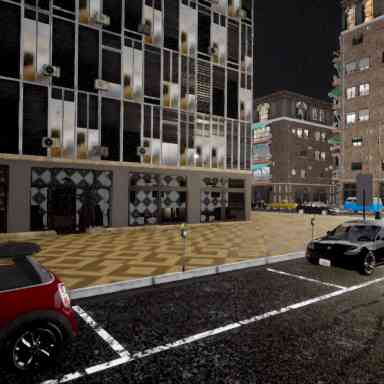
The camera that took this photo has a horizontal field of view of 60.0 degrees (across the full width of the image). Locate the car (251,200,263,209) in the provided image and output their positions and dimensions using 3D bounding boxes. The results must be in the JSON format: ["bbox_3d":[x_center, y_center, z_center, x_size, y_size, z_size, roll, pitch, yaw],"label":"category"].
[{"bbox_3d":[9.697,1.864,51.137,1.947,1.339,4.313,0,-1,-35],"label":"car"}]

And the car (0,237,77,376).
[{"bbox_3d":[-3.647,1.440,3.947,4.097,1.590,1.967,0,1,-35],"label":"car"}]

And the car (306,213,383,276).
[{"bbox_3d":[5.434,1.567,10.415,4.313,1.339,1.947,0,1,-35],"label":"car"}]

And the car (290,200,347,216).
[{"bbox_3d":[12.293,1.620,32.684,2.008,1.369,4.403,0,-1,-35],"label":"car"}]

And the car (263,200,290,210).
[{"bbox_3d":[12.762,1.787,46.716,1.752,1.417,4.829,0,-1,-35],"label":"car"}]

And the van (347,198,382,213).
[{"bbox_3d":[19.184,1.525,37.457,1.690,1.788,3.998,0,-1,-35],"label":"van"}]
